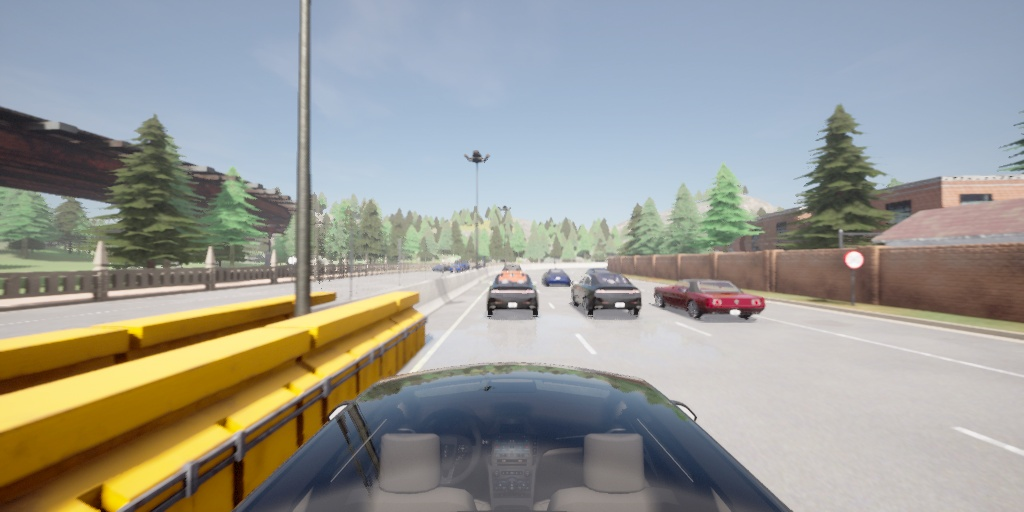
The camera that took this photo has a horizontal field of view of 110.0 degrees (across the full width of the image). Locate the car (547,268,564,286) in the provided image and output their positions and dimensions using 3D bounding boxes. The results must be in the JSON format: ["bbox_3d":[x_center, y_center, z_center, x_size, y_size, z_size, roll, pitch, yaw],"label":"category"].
[{"bbox_3d":[3.547,1.700,29.356,1.994,1.385,4.181,0,-1,1],"label":"car"}]

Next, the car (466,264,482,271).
[{"bbox_3d":[-5.664,2.069,61.046,2.128,1.511,4.902,0,-1,9],"label":"car"}]

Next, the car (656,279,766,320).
[{"bbox_3d":[7.032,1.515,13.491,1.895,1.301,4.718,0,-1,0],"label":"car"}]

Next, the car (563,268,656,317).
[{"bbox_3d":[3.538,1.414,14.101,2.128,1.511,4.902,0,-1,0],"label":"car"}]

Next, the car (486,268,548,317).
[{"bbox_3d":[0.038,1.414,14.102,2.128,1.511,4.902,0,-1,0],"label":"car"}]

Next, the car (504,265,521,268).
[{"bbox_3d":[0.044,1.482,29.010,2.097,1.767,4.553,0,-1,0],"label":"car"}]

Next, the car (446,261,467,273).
[{"bbox_3d":[-9.080,1.812,62.069,2.150,2.045,5.566,0,-1,9],"label":"car"}]

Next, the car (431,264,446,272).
[{"bbox_3d":[-12.408,2.154,63.172,2.033,1.411,5.357,0,-1,9],"label":"car"}]
